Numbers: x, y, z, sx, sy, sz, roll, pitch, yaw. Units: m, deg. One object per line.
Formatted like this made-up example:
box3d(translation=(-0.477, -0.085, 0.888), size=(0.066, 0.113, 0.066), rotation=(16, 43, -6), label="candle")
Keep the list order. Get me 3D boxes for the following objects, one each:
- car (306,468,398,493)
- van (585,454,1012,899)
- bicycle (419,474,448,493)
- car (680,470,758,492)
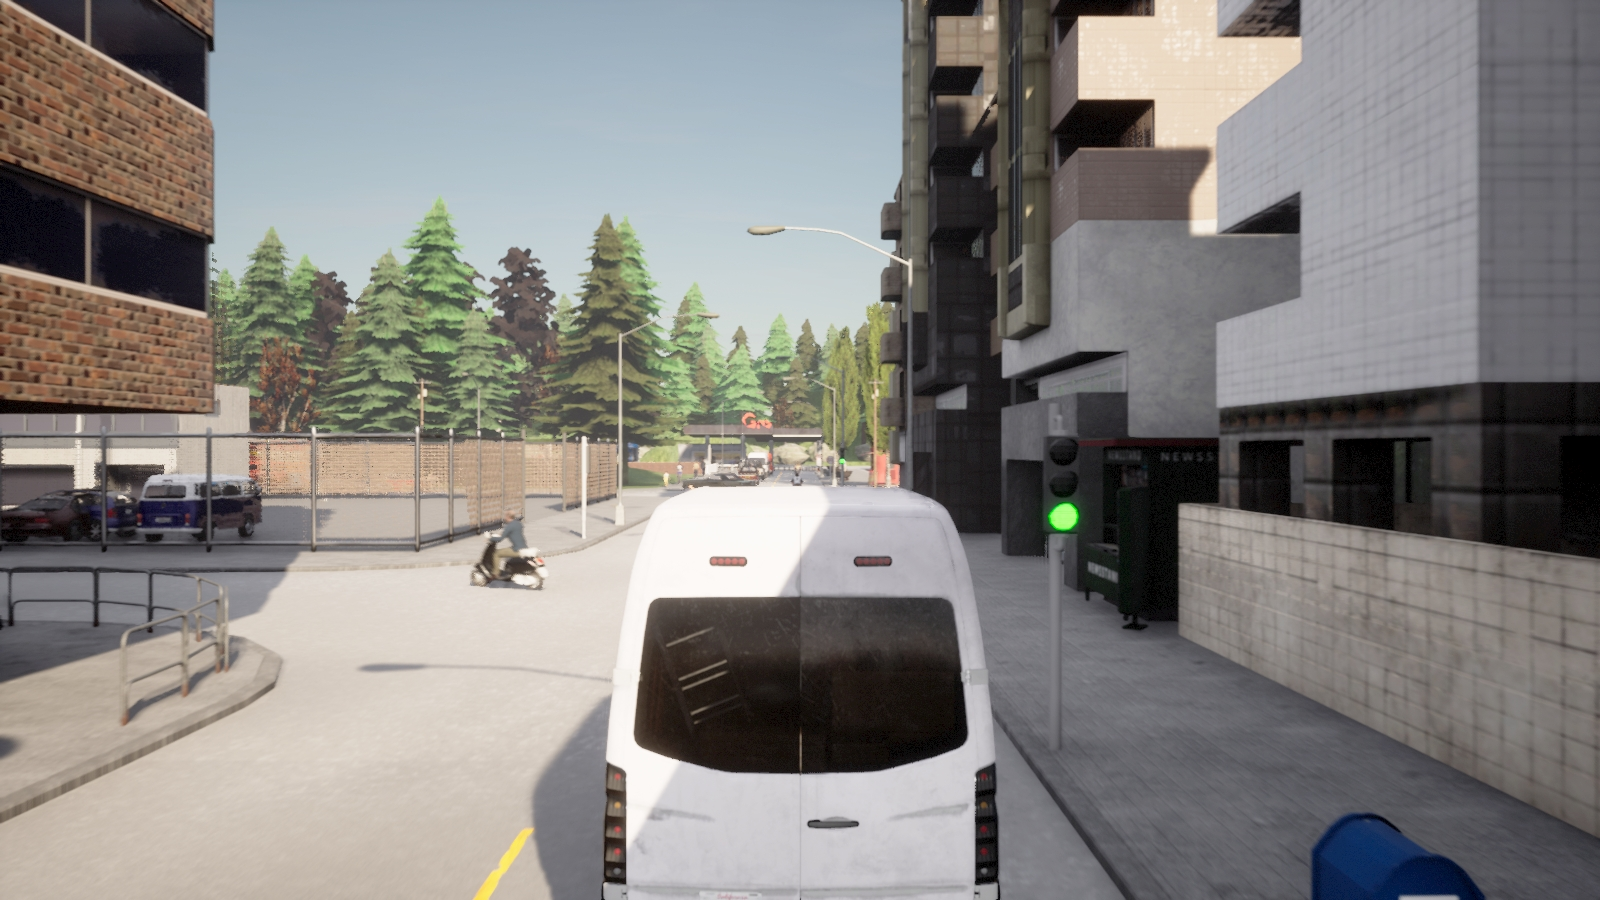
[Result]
box3d(translation=(-27.184, 1.843, 69.435), size=(4.792, 1.488, 2.163), rotation=(0, 0, 0), label="car")
box3d(translation=(-0.013, 1.314, 8.275), size=(1.988, 2.561, 5.915), rotation=(0, 0, 0), label="van")
box3d(translation=(-22.298, 2.036, 69.444), size=(1.487, 1.080, 0.859), rotation=(0, 0, 0), label="bicycle")
box3d(translation=(-5.168, 1.935, 72.248), size=(4.718, 1.301, 1.895), rotation=(0, 0, 32), label="car")
